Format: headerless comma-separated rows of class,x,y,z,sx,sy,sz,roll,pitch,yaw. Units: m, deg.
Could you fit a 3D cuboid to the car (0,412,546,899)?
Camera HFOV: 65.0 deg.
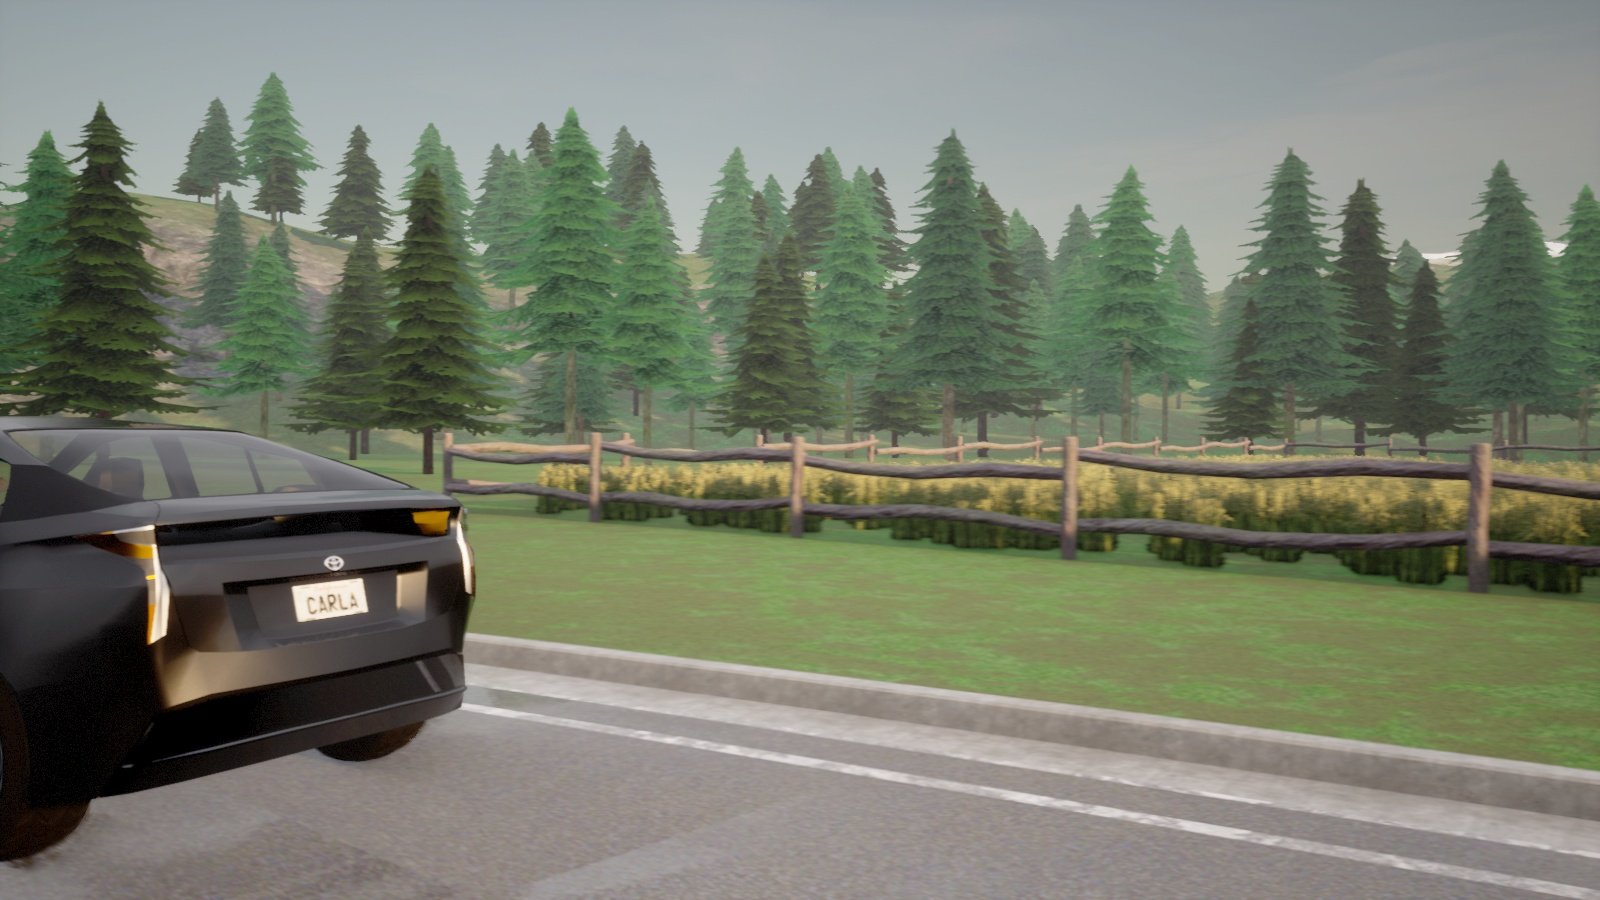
car,-3.557,0.640,5.670,4.514,1.525,2.007,0,1,30
